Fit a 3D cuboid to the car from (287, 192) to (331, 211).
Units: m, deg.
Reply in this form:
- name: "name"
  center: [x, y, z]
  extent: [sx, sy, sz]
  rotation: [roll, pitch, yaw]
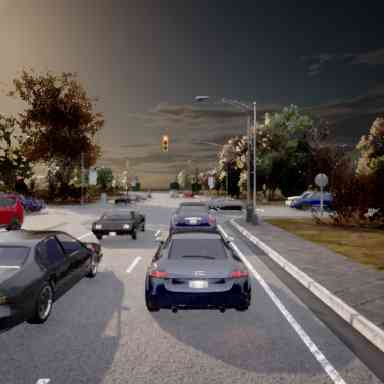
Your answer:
- name: "car"
  center: [14.033, 0.995, 37.407]
  extent: [5.566, 2.045, 2.150]
  rotation: [0, 0, -3]

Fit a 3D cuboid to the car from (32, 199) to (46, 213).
- name: "car"
  center: [-17.204, 1.031, 32.102]
  extent: [5.566, 2.045, 2.150]
  rotation: [0, 0, -7]

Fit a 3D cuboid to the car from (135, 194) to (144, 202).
- name: "car"
  center: [-10.780, 1.091, 61.263]
  extent: [2.128, 1.511, 4.902]
  rotation: [0, 0, 0]

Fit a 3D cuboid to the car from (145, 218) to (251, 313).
- name: "car"
  center: [0.084, 1.541, 7.712]
  extent: [1.994, 1.385, 4.181]
  rotation: [0, 0, -1]

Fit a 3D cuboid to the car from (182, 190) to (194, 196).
- name: "car"
  center: [-0.746, 0.569, 83.432]
  extent: [2.150, 2.045, 5.566]
  rotation: [0, 1, -4]

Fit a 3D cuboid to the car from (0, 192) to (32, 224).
- name: "car"
  center: [-10.274, 1.144, 15.780]
  extent: [2.150, 2.045, 5.566]
  rotation: [0, 0, 4]

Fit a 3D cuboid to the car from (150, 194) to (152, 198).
- name: "car"
  center: [-11.323, 0.855, 84.408]
  extent: [1.812, 1.442, 4.674]
  rotation: [0, 1, -3]

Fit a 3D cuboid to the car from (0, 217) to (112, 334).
- name: "car"
  center: [-3.414, 1.528, 7.024]
  extent: [2.033, 1.411, 5.357]
  rotation: [0, 0, -1]

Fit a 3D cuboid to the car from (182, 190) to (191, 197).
- name: "car"
  center: [-1.559, 0.396, 94.080]
  extent: [2.097, 1.767, 4.553]
  rotation: [0, 1, -7]

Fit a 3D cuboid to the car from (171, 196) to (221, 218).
- name: "car"
  center: [0.049, 1.272, 16.345]
  extent: [2.097, 1.767, 4.553]
  rotation: [0, 0, 0]

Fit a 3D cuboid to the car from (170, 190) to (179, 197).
- name: "car"
  center: [-4.293, 0.890, 84.112]
  extent: [1.994, 1.385, 4.181]
  rotation: [0, 1, -4]

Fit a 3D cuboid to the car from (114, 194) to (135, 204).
- name: "car"
  center: [-10.772, 1.271, 52.161]
  extent: [1.895, 1.301, 4.718]
  rotation: [0, 0, 0]

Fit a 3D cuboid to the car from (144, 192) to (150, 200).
- name: "car"
  center: [-10.820, 1.098, 71.219]
  extent: [1.895, 1.301, 4.718]
  rotation: [0, 1, -1]

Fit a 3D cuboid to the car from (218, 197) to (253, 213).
- name: "car"
  center: [3.626, 1.295, 33.076]
  extent: [4.902, 1.511, 2.128]
  rotation: [0, 0, -3]

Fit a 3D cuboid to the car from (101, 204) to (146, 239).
- name: "car"
  center: [-3.471, 1.518, 16.669]
  extent: [1.895, 1.301, 4.718]
  rotation: [0, 0, -1]
